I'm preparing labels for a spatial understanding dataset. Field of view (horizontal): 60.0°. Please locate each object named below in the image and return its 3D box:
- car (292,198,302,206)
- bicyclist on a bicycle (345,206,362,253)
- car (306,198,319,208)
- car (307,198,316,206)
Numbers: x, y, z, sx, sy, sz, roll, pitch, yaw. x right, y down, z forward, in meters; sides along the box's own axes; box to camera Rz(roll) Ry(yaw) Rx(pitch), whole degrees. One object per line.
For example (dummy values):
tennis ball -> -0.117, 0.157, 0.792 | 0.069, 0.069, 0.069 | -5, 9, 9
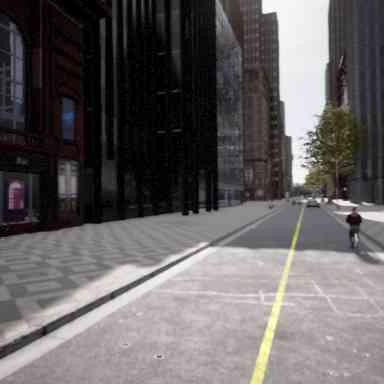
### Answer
car -> 23.080, 2.197, 73.286 | 1.837, 1.490, 4.892 | -1, -1, 19
bicyclist on a bicycle -> 6.341, 1.440, 13.051 | 0.659, 1.776, 1.843 | -1, -1, 19
car -> 20.742, 2.045, 57.008 | 1.994, 1.385, 4.181 | -1, -1, 19
car -> 25.365, 2.130, 70.713 | 1.837, 1.490, 4.892 | -1, -1, 19
